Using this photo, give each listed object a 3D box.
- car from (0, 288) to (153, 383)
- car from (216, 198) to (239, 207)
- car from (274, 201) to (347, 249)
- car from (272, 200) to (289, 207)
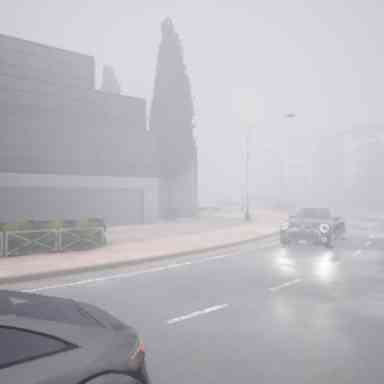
[{"bbox_3d":[-2.395,1.567,2.509,4.181,1.385,1.994,0,0,-37],"label":"car"},{"bbox_3d":[6.332,1.818,59.505,2.128,1.511,4.902,0,0,-34],"label":"car"},{"bbox_3d":[5.675,1.446,15.294,2.097,1.767,4.553,0,0,33],"label":"car"},{"bbox_3d":[14.204,1.898,50.860,1.895,1.301,4.718,0,0,-17],"label":"car"}]
